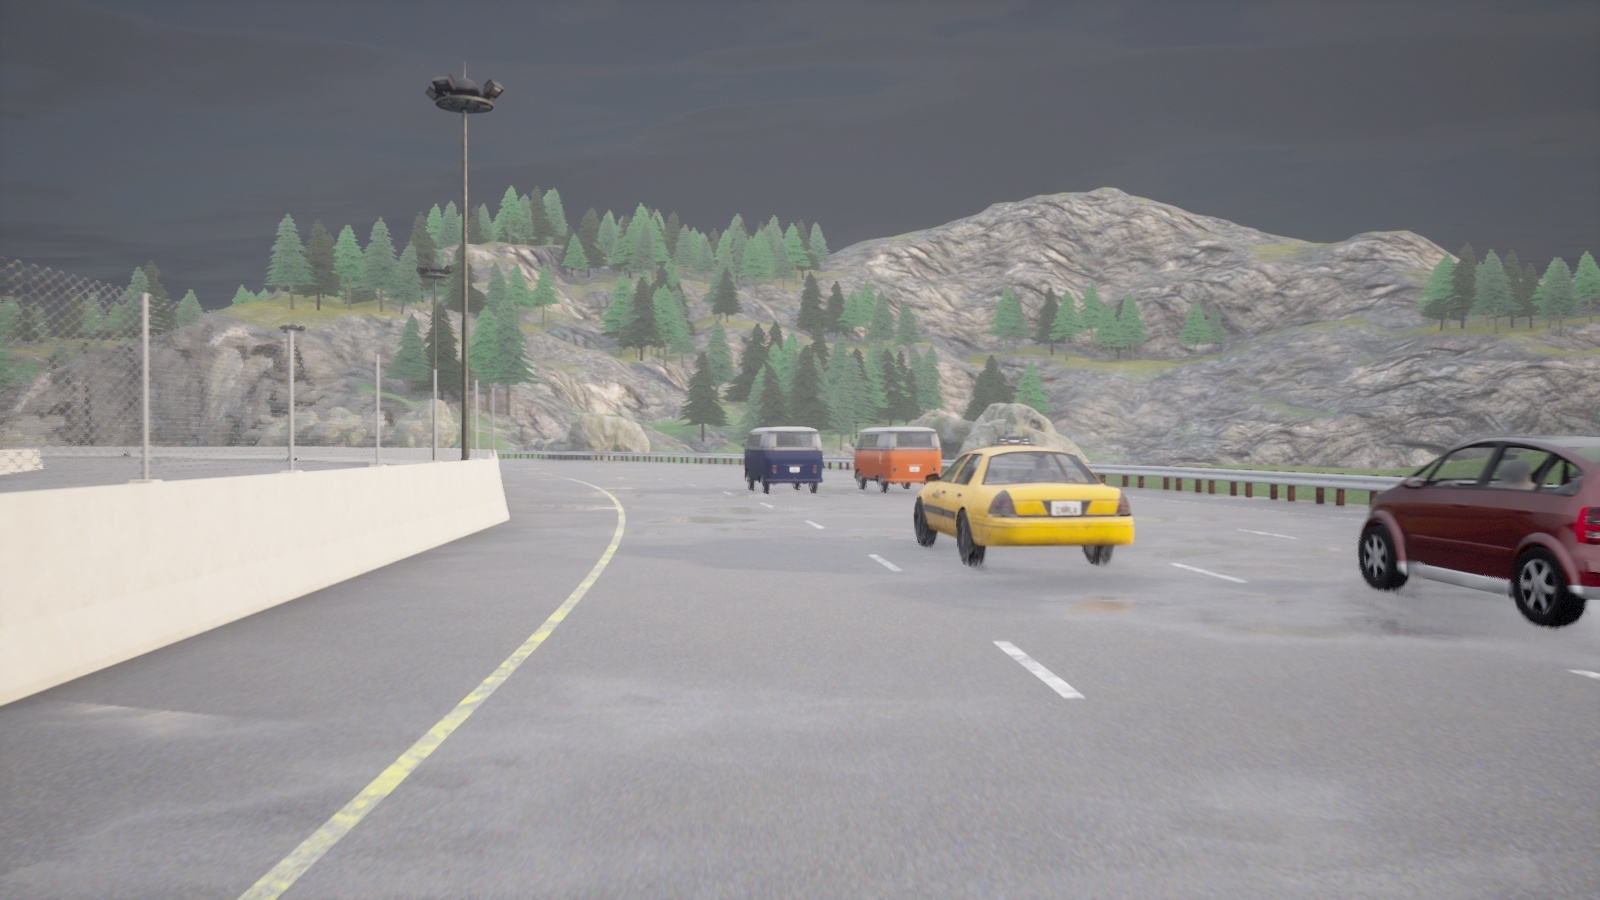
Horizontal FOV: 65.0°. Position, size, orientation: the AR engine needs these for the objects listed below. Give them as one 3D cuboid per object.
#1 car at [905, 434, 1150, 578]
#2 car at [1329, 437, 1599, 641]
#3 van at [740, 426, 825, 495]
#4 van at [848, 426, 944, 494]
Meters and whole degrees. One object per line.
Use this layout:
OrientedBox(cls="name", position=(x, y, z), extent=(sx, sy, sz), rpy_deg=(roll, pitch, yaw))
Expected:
OrientedBox(cls="car", position=(2.732, 0.594, 16.467), extent=(1.801, 1.575, 5.366), rpy_deg=(0, 0, -5))
OrientedBox(cls="car", position=(6.628, 0.667, 11.520), extent=(1.789, 1.549, 3.705), rpy_deg=(0, 1, -4))
OrientedBox(cls="van", position=(-0.609, 0.283, 38.362), extent=(1.775, 1.987, 4.442), rpy_deg=(0, 0, -12))
OrientedBox(cls="van", position=(2.887, 0.283, 38.751), extent=(1.775, 1.987, 4.442), rpy_deg=(0, 0, -12))
